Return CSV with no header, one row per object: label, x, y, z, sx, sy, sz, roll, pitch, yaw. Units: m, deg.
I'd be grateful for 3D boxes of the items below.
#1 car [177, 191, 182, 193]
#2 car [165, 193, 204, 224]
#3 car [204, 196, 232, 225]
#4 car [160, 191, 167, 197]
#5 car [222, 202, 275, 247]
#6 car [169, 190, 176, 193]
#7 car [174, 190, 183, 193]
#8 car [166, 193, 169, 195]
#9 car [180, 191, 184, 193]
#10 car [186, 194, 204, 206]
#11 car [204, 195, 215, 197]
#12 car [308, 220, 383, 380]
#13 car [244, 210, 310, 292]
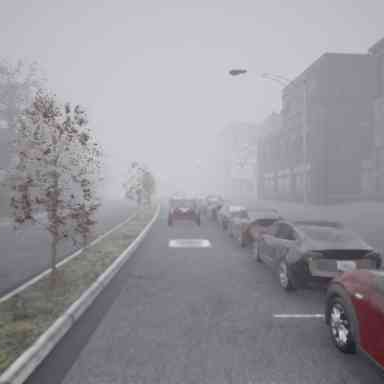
car,-1.040,1.030,58.967,1.946,1.575,5.366,0,1,-7
car,-0.587,1.196,23.096,2.097,1.767,4.553,0,1,-3
car,2.286,1.339,25.610,2.163,1.488,4.792,0,0,-3
car,-6.236,0.693,86.314,1.946,1.575,5.366,0,1,-13
car,2.799,1.418,14.491,2.163,1.488,4.792,0,0,-2
car,-2.787,0.665,69.798,2.435,2.045,5.566,0,1,-10
car,-1.874,0.973,64.468,1.946,1.575,5.366,0,1,-9
car,-1.927,1.182,40.768,1.882,1.535,5.008,0,0,-5
car,-0.280,1.087,53.264,2.097,1.535,5.008,0,0,-7
car,0.362,1.134,47.733,2.097,1.535,5.008,0,0,-6
car,1.914,1.143,31.097,2.185,1.767,4.553,0,0,-4
car,3.063,1.336,3.185,2.185,1.767,4.553,1,0,0
car,2.960,1.455,8.808,2.163,1.488,4.792,0,0,-1
